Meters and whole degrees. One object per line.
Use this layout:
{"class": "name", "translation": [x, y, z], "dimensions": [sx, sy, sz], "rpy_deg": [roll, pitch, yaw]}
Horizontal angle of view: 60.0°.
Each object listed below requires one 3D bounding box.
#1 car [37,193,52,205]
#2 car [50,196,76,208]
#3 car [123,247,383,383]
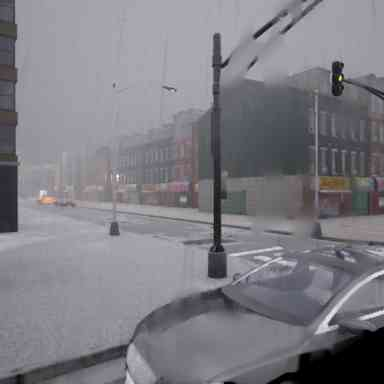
{"class": "car", "translation": [-23.768, 1.177, 54.067], "dimensions": [2.097, 1.767, 4.553], "rpy_deg": [0, 0, -34]}
{"class": "car", "translation": [-17.349, 1.460, 45.108], "dimensions": [1.895, 1.301, 4.718], "rpy_deg": [0, 0, -36]}
{"class": "car", "translation": [1.680, 1.495, 4.019], "dimensions": [4.902, 1.511, 2.128], "rpy_deg": [0, -1, -25]}
